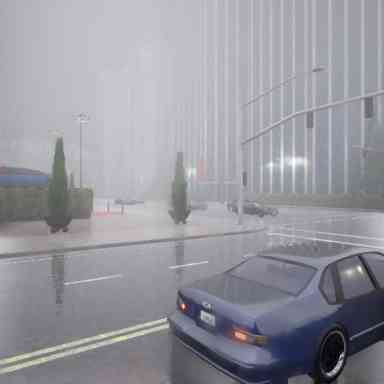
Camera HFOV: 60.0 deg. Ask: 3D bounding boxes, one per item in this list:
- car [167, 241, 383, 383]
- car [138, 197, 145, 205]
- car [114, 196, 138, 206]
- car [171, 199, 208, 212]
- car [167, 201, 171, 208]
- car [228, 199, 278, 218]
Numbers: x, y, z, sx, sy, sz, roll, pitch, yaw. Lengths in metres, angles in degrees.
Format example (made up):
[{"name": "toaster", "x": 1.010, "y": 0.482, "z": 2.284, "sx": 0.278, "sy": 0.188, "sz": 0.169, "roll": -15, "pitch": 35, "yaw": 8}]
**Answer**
[{"name": "car", "x": 2.243, "y": 1.547, "z": 5.402, "sx": 5.357, "sy": 1.411, "sz": 2.033, "roll": 0, "pitch": 0, "yaw": -35}, {"name": "car", "x": -9.954, "y": 1.525, "z": 58.637, "sx": 1.812, "sy": 1.442, "sz": 4.674, "roll": 0, "pitch": 0, "yaw": -35}, {"name": "car", "x": -11.106, "y": 1.507, "z": 54.227, "sx": 1.837, "sy": 1.490, "sz": 4.892, "roll": 0, "pitch": -1, "yaw": -36}, {"name": "car", "x": -0.094, "y": 1.526, "z": 39.000, "sx": 1.812, "sy": 1.442, "sz": 4.674, "roll": 0, "pitch": 0, "yaw": -36}, {"name": "car", "x": -1.582, "y": 1.547, "z": 46.995, "sx": 2.033, "sy": 1.411, "sz": 5.357, "roll": 0, "pitch": 0, "yaw": -35}, {"name": "car", "x": 5.809, "y": 1.526, "z": 30.752, "sx": 1.812, "sy": 1.442, "sz": 4.674, "roll": 0, "pitch": 0, "yaw": -34}]
